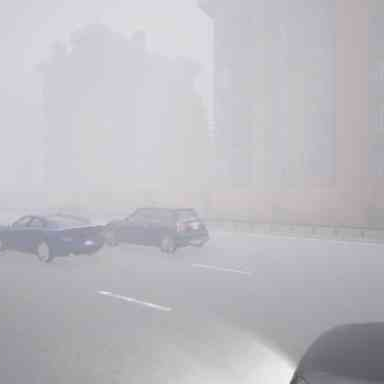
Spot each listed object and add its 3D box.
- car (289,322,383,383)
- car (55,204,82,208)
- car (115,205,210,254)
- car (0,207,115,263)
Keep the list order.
[{"bbox_3d":[2.722,1.564,2.048,4.181,1.385,1.994,0,0,36],"label":"car"},{"bbox_3d":[-8.849,1.562,23.220,4.181,1.385,1.994,0,0,36],"label":"car"},{"bbox_3d":[-1.592,1.351,13.734,4.553,1.767,2.097,0,0,36],"label":"car"},{"bbox_3d":[-5.306,1.477,12.086,5.008,1.535,1.882,0,0,36],"label":"car"}]
